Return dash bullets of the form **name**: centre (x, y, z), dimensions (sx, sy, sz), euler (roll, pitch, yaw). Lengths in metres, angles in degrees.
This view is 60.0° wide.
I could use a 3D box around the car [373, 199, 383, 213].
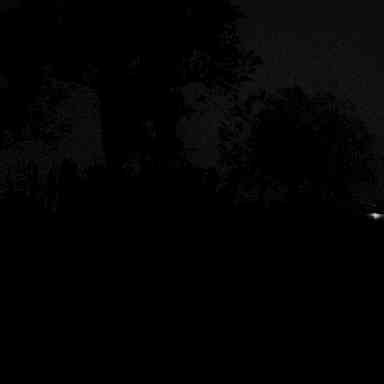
- **car**: centre (22.664, 1.589, 38.808), dimensions (2.097, 1.767, 4.553), euler (0, 0, 39)
